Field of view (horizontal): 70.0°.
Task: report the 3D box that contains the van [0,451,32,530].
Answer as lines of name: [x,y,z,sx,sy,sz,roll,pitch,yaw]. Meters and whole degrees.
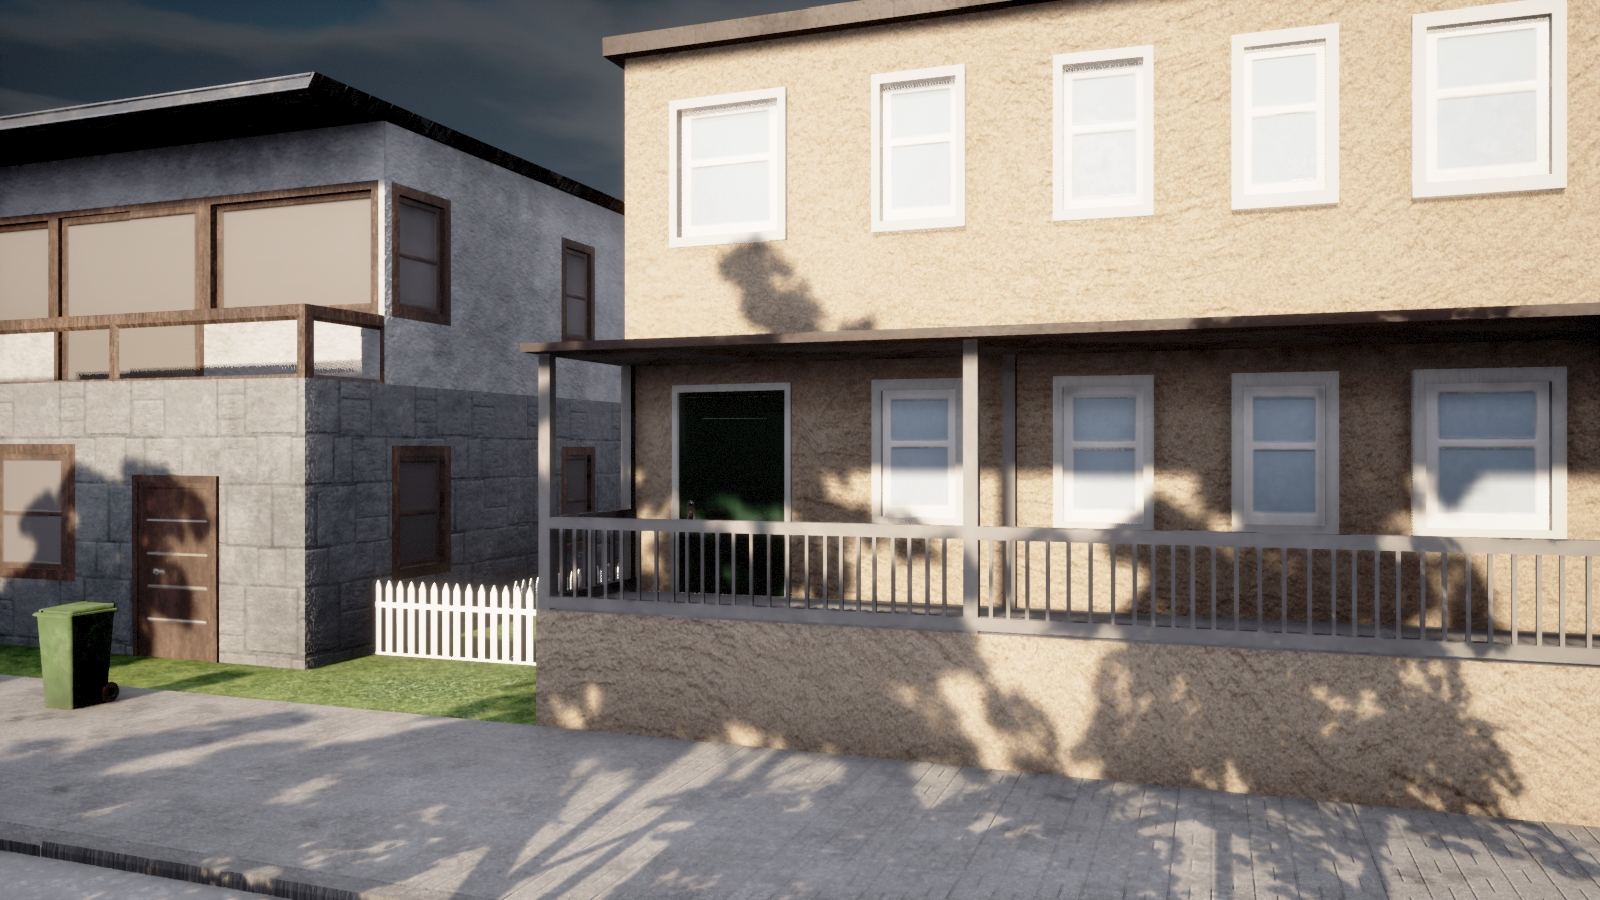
van: [-27.753,1.329,35.973,1.988,2.561,5.915,0,0,20]
